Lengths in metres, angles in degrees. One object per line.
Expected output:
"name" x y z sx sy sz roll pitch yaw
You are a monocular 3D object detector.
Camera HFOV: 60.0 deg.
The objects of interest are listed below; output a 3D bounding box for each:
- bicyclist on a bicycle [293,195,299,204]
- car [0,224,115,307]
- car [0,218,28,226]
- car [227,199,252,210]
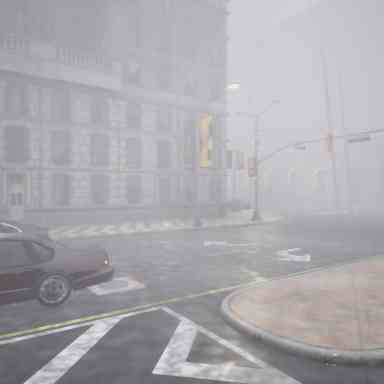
"bicyclist on a bicycle" 17.913 1.300 57.126 1.656 1.620 0.582 0 0 -35
"car" -4.286 1.547 6.480 5.357 1.411 2.033 0 0 -34
"car" -6.476 1.492 9.263 4.902 1.511 2.128 0 0 -37
"car" 5.737 1.564 43.157 1.994 1.385 4.181 0 0 -35
